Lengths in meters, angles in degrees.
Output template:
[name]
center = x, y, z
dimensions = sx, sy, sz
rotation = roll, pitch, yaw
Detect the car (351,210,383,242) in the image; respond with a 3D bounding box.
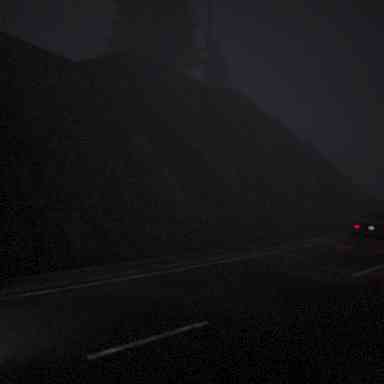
[car]
center = 9.291, 1.553, 15.523
dimensions = 5.357, 1.411, 2.033
rotation = 0, 0, -43
